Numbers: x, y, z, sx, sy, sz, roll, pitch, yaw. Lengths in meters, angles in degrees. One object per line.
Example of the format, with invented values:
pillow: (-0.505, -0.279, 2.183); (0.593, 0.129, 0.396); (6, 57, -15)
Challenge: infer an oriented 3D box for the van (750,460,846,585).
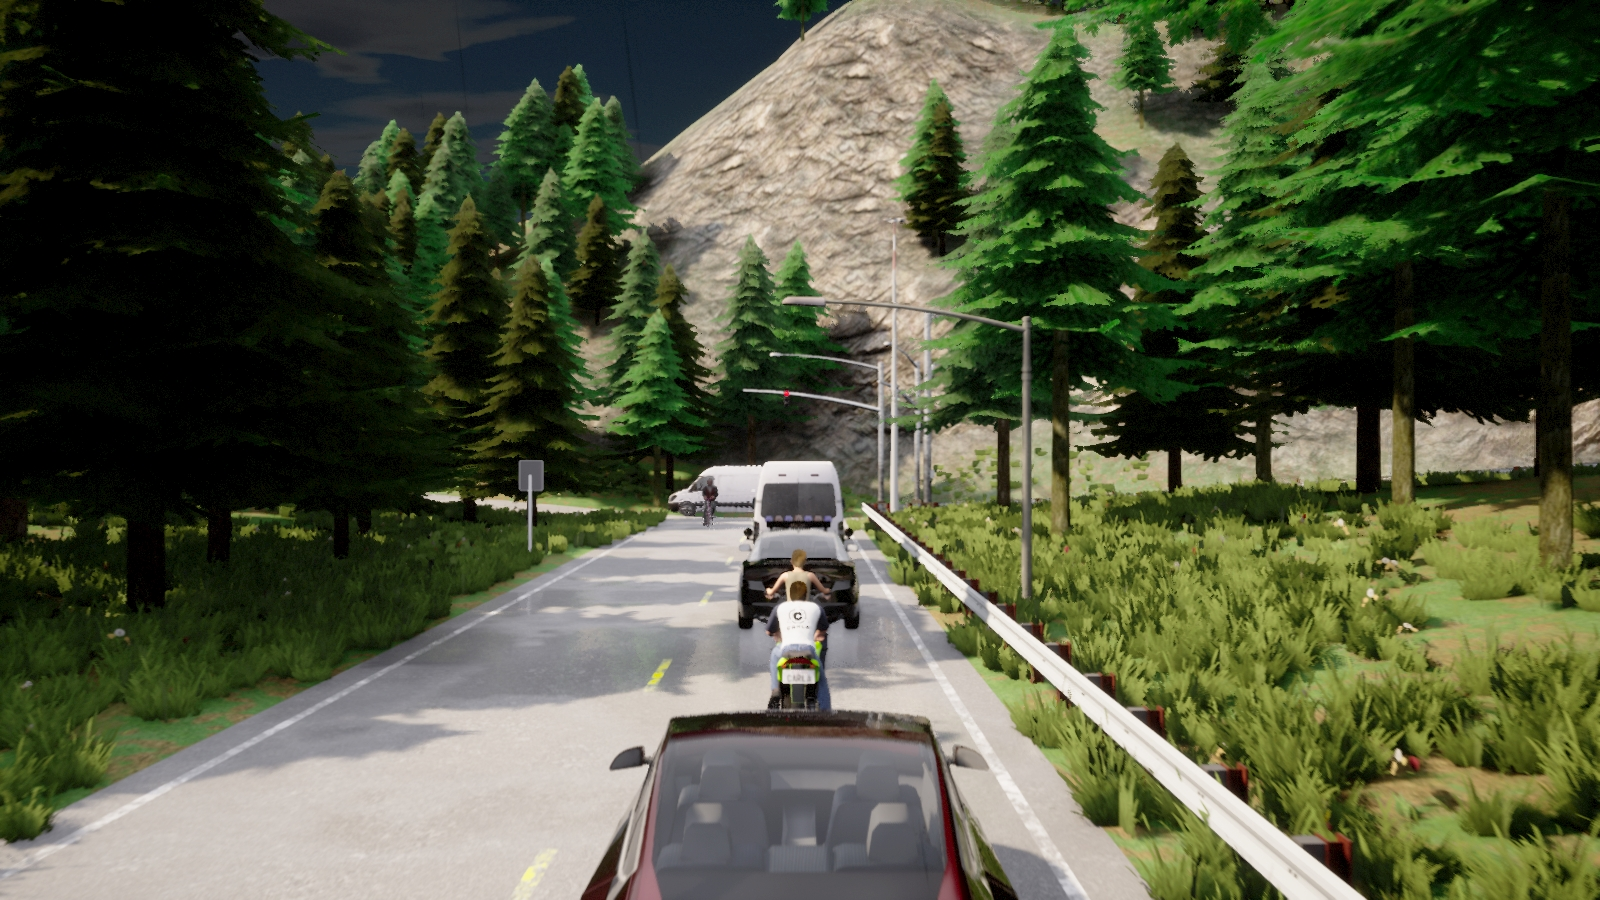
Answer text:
van: (-0.044, 1.534, 26.757); (1.988, 2.561, 5.915); (0, 0, 0)

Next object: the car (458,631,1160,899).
car: (0.025, 2.063, 5.919); (2.163, 1.488, 4.792); (0, 0, 0)

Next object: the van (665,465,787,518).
van: (-3.637, 2.088, 56.829); (5.915, 2.561, 1.988); (1, -3, -2)

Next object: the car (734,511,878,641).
car: (0.086, 1.982, 19.340); (2.097, 1.638, 5.238); (0, 0, 0)

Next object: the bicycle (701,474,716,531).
bicycle: (-3.226, 1.836, 40.360); (0.329, 1.919, 1.835); (0, 0, 2)

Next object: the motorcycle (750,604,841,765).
motorcycle: (-0.035, 2.213, 11.126); (0.803, 1.145, 2.033); (0, 0, 0)
